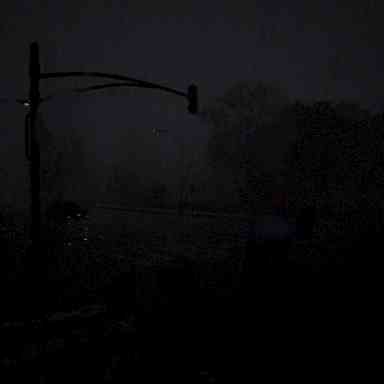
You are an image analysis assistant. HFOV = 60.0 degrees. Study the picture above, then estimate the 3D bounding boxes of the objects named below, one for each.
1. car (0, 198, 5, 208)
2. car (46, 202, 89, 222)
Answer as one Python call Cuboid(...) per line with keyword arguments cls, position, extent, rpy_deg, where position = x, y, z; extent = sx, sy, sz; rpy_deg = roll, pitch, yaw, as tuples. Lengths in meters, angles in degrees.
Cuboid(cls="car", position=(-25.603, 1.286, 42.876), extent=(1.812, 1.442, 4.674), rpy_deg=(-1, 1, -42))
Cuboid(cls="car", position=(-9.757, 1.495, 26.028), extent=(1.994, 1.385, 4.181), rpy_deg=(-1, 1, -44))
